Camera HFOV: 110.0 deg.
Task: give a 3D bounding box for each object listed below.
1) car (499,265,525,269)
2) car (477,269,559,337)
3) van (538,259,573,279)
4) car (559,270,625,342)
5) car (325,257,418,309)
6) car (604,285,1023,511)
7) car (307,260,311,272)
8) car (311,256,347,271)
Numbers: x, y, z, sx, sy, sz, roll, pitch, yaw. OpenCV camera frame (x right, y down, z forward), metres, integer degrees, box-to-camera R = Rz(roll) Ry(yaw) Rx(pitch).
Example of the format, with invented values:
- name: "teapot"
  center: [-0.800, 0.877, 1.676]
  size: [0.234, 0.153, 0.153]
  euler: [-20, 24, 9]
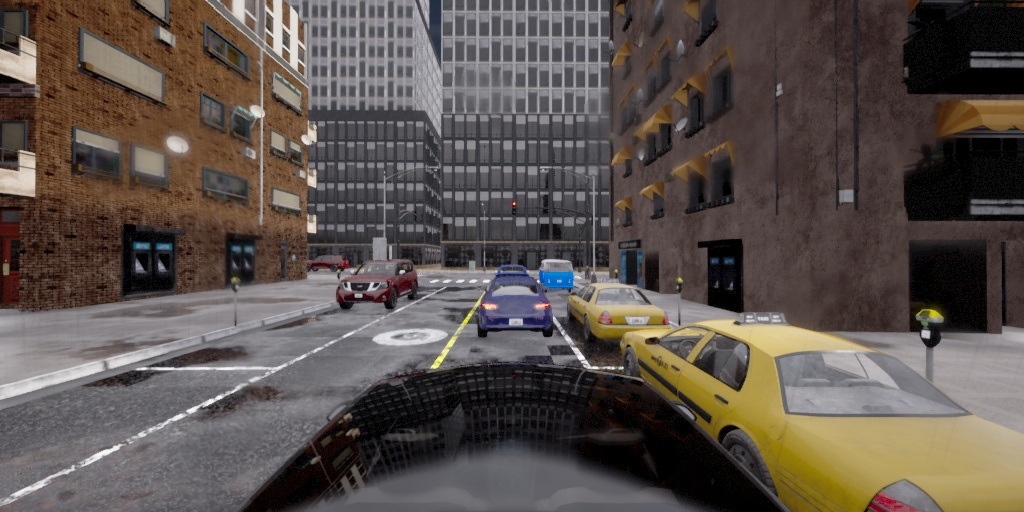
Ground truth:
- name: "car"
  center: [0.009, 1.231, 20.390]
  size: [1.882, 1.535, 5.008]
  euler: [0, 0, 0]
- name: "car"
  center: [0.062, 1.277, 10.129]
  size: [1.812, 1.442, 4.674]
  euler: [0, 0, -1]
- name: "van"
  center: [2.470, 1.094, 20.721]
  size: [1.690, 1.789, 3.998]
  euler: [0, 0, 0]
- name: "car"
  center: [2.533, 1.276, 9.611]
  size: [1.751, 1.417, 4.829]
  euler: [0, 0, 0]
- name: "car"
  center: [-5.378, 1.067, 15.037]
  size: [2.192, 1.841, 5.009]
  euler: [0, 0, 0]
- name: "car"
  center: [2.565, 1.275, 3.970]
  size: [1.751, 1.417, 4.829]
  euler: [0, 0, 0]
- name: "car"
  center: [-21.003, 1.081, 32.411]
  size: [4.207, 1.307, 1.802]
  euler: [0, 0, -1]
- name: "car"
  center: [-21.090, 0.859, 40.550]
  size: [5.009, 1.841, 2.192]
  euler: [0, 0, -1]
